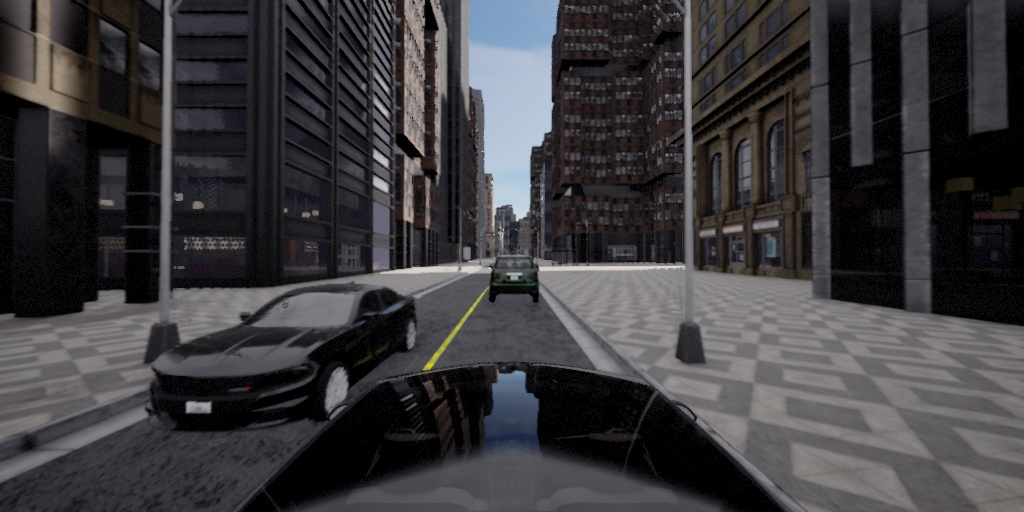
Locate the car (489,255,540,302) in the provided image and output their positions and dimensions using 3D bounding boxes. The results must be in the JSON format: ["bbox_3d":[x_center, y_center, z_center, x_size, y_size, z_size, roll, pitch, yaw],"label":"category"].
[{"bbox_3d":[0.100,0.958,17.075,2.150,2.045,5.566,0,0,0],"label":"car"}]

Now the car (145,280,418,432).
[{"bbox_3d":[-3.048,1.223,6.019,1.882,1.535,5.008,0,0,1],"label":"car"}]
